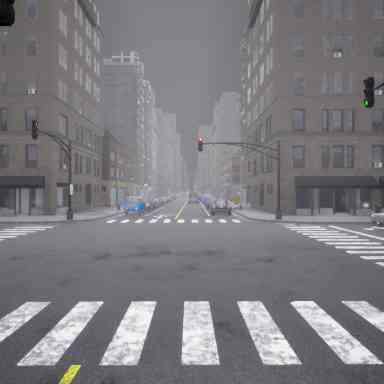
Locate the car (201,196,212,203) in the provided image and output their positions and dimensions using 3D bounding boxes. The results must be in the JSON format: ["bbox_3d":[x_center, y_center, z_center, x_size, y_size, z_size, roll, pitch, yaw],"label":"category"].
[{"bbox_3d":[2.962,1.551,67.359,2.008,1.369,4.403,0,0,0],"label":"car"}]

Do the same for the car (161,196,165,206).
[{"bbox_3d":[-5.639,1.585,50.385,1.802,1.307,4.206,0,0,0],"label":"car"}]

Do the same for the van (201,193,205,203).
[{"bbox_3d":[2.911,1.344,56.021,1.690,1.788,3.998,0,0,0],"label":"van"}]

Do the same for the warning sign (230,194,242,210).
[{"bbox_3d":[5.239,1.118,39.328,1.300,1.860,1.060,0,0,0],"label":"warning sign"}]

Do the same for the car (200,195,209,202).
[{"bbox_3d":[3.012,1.437,78.698,1.967,1.590,4.097,0,0,0],"label":"car"}]

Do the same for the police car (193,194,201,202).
[{"bbox_3d":[1.144,1.421,79.442,1.930,1.638,5.238,0,0,-1],"label":"police car"}]

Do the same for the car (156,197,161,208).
[{"bbox_3d":[-5.664,1.569,44.716,1.947,1.339,4.313,0,0,0],"label":"car"}]

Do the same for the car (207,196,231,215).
[{"bbox_3d":[2.811,1.442,33.344,1.967,1.590,4.097,0,0,0],"label":"car"}]

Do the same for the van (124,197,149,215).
[{"bbox_3d":[-5.715,1.343,33.380,1.690,1.788,3.998,0,0,0],"label":"van"}]

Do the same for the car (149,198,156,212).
[{"bbox_3d":[-5.690,1.443,39.048,1.967,1.590,4.097,0,0,0],"label":"car"}]

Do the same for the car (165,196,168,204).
[{"bbox_3d":[-5.615,1.569,56.053,1.947,1.339,4.313,0,0,0],"label":"car"}]

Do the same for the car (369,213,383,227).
[{"bbox_3d":[13.754,1.615,20.677,4.718,1.301,1.895,0,0,0],"label":"car"}]

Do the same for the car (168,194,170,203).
[{"bbox_3d":[-5.590,1.527,61.551,1.752,1.417,4.829,0,0,0],"label":"car"}]

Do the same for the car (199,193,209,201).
[{"bbox_3d":[3.036,1.309,84.367,2.192,1.841,5.009,0,0,0],"label":"car"}]

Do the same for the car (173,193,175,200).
[{"bbox_3d":[-5.515,1.522,78.556,1.752,1.417,4.829,0,0,0],"label":"car"}]

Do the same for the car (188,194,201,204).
[{"bbox_3d":[0.275,1.566,62.915,1.994,1.385,4.181,0,0,0],"label":"car"}]

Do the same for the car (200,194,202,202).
[{"bbox_3d":[2.937,1.527,61.860,1.752,1.417,4.829,0,0,0],"label":"car"}]

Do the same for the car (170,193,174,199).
[{"bbox_3d":[-5.539,1.543,73.057,1.887,1.381,4.507,0,0,0],"label":"car"}]

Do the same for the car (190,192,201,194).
[{"bbox_3d":[0.319,1.039,72.949,2.150,2.045,5.566,0,0,0],"label":"car"}]

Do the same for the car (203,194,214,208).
[{"bbox_3d":[2.861,1.443,44.682,1.967,1.590,4.097,0,0,0],"label":"car"}]

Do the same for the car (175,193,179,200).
[{"bbox_3d":[-5.464,1.307,90.062,2.192,1.841,5.009,0,0,0],"label":"car"}]

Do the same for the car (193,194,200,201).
[{"bbox_3d":[1.179,1.448,89.537,1.801,1.575,5.366,0,0,0],"label":"car"}]

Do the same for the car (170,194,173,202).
[{"bbox_3d":[-5.564,1.566,67.389,1.947,1.339,4.313,0,0,0],"label":"car"}]
